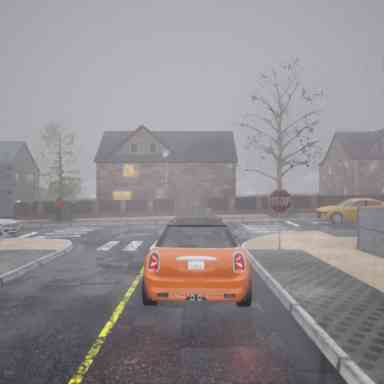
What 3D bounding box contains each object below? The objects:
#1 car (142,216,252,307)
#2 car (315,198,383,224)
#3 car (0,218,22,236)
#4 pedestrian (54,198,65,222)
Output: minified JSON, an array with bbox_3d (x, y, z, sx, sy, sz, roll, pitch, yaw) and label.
[{"bbox_3d":[0.155,1.349,8.157,2.097,1.767,4.553,0,0,2],"label":"car"},{"bbox_3d":[10.515,1.154,21.383,5.008,1.535,1.882,-1,1,0],"label":"car"},{"bbox_3d":[-11.910,1.777,18.347,4.674,1.442,1.812,-1,1,0],"label":"car"},{"bbox_3d":[-9.699,1.251,24.218,0.375,1.860,0.375,0,2,0],"label":"pedestrian"}]
